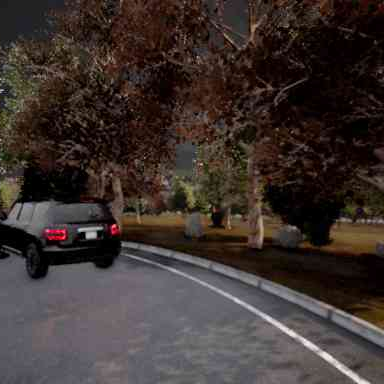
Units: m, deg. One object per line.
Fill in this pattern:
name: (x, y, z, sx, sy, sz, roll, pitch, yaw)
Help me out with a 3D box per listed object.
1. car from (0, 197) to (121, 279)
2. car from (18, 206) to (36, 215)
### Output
car: (-4.354, 1.160, 10.239, 2.150, 2.045, 5.566, -1, 1, -44)
car: (-33.038, 3.723, 66.781, 2.128, 1.511, 4.902, 0, -4, -14)
